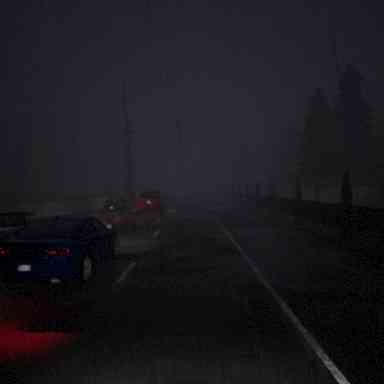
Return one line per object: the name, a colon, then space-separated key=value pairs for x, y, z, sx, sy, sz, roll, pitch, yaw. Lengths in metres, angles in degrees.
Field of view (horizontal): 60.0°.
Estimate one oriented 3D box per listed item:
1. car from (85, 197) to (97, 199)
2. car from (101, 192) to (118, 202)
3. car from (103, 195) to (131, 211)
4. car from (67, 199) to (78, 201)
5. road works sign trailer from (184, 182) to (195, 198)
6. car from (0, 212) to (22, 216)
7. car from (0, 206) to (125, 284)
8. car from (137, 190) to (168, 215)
car: x=-17.523 y=0.870 z=57.302 sx=1.994 sy=1.385 sz=4.181 roll=0 pitch=1 yaw=1
car: x=-14.052 y=0.838 z=56.805 sx=1.812 sy=1.442 sz=4.674 roll=0 pitch=1 yaw=0
car: x=-6.912 y=1.151 z=30.870 sx=1.812 sy=1.442 sz=4.674 roll=0 pitch=1 yaw=0
car: x=-20.988 y=0.911 z=56.984 sx=1.895 sy=1.301 sz=4.718 roll=0 pitch=1 yaw=1
road works sign trailer: x=-0.689 y=-0.418 z=72.865 sx=2.380 sy=3.560 sz=2.880 roll=0 pitch=1 yaw=-10
car: x=-6.899 y=1.441 z=13.097 sx=1.895 sy=1.301 sz=4.718 roll=0 pitch=1 yaw=0
car: x=-3.401 y=1.364 z=9.235 sx=1.882 sy=1.535 sz=5.008 roll=0 pitch=1 yaw=0
car: x=-3.397 y=0.871 z=28.887 sx=2.150 sy=2.045 sz=5.566 roll=0 pitch=1 yaw=0
